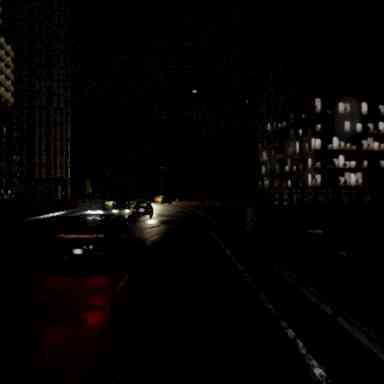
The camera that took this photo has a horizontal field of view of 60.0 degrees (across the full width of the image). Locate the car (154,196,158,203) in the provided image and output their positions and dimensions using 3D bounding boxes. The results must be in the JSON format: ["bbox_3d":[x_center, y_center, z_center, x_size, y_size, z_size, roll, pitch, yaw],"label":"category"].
[{"bbox_3d":[-7.028,1.697,75.964,1.801,1.575,5.366,0,0,-12],"label":"car"}]

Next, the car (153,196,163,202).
[{"bbox_3d":[-8.330,1.719,81.918,1.801,1.575,5.366,0,0,-13],"label":"car"}]

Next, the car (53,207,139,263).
[{"bbox_3d":[-3.429,1.531,12.168,2.128,1.511,4.902,0,0,-2],"label":"car"}]

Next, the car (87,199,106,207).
[{"bbox_3d":[-12.745,1.637,44.544,2.128,1.511,4.902,0,0,-7],"label":"car"}]

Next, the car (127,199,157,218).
[{"bbox_3d":[-4.602,1.645,31.442,2.033,1.411,5.357,0,0,-5],"label":"car"}]

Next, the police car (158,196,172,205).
[{"bbox_3d":[-5.060,1.631,65.916,1.930,1.638,5.238,0,0,-10],"label":"police car"}]

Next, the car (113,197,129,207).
[{"bbox_3d":[-9.569,1.496,45.363,2.097,1.767,4.553,0,0,-7],"label":"car"}]
